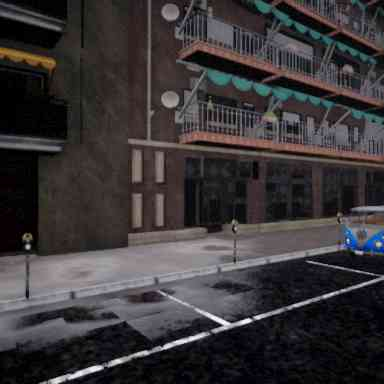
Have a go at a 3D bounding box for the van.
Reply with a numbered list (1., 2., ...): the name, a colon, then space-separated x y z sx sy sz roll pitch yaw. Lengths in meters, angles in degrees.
1. van: 6.844 1.340 11.438 3.998 1.788 1.690 0 0 -36
